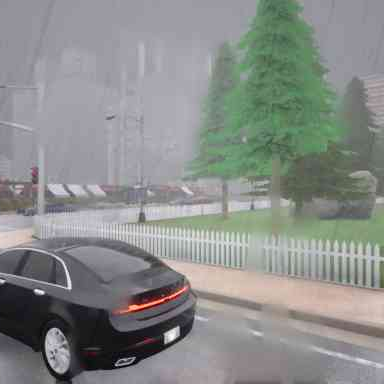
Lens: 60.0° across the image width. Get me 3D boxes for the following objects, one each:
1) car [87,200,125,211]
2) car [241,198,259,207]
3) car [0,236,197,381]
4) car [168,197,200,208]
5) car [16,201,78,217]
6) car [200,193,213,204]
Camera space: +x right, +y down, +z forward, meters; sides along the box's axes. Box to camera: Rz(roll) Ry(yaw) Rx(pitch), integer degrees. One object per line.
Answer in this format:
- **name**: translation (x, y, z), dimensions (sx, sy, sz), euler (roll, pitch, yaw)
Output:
- **car**: translation (-10.552, 1.601, 41.118), dimensions (1.895, 1.301, 4.718), euler (0, 0, 34)
- **car**: translation (9.055, 1.564, 51.122), dimensions (1.994, 1.385, 4.181), euler (0, 0, 34)
- **car**: translation (-2.211, 1.505, 5.505), dimensions (4.892, 1.490, 1.837), euler (0, 0, 36)
- **car**: translation (-1.489, 1.491, 48.310), dimensions (2.128, 1.511, 4.902), euler (0, 0, 34)
- **car**: translation (-13.261, 1.547, 30.811), dimensions (2.033, 1.411, 5.357), euler (0, 0, 34)
- **car**: translation (1.929, 1.478, 59.541), dimensions (1.882, 1.535, 5.008), euler (0, 0, 34)
